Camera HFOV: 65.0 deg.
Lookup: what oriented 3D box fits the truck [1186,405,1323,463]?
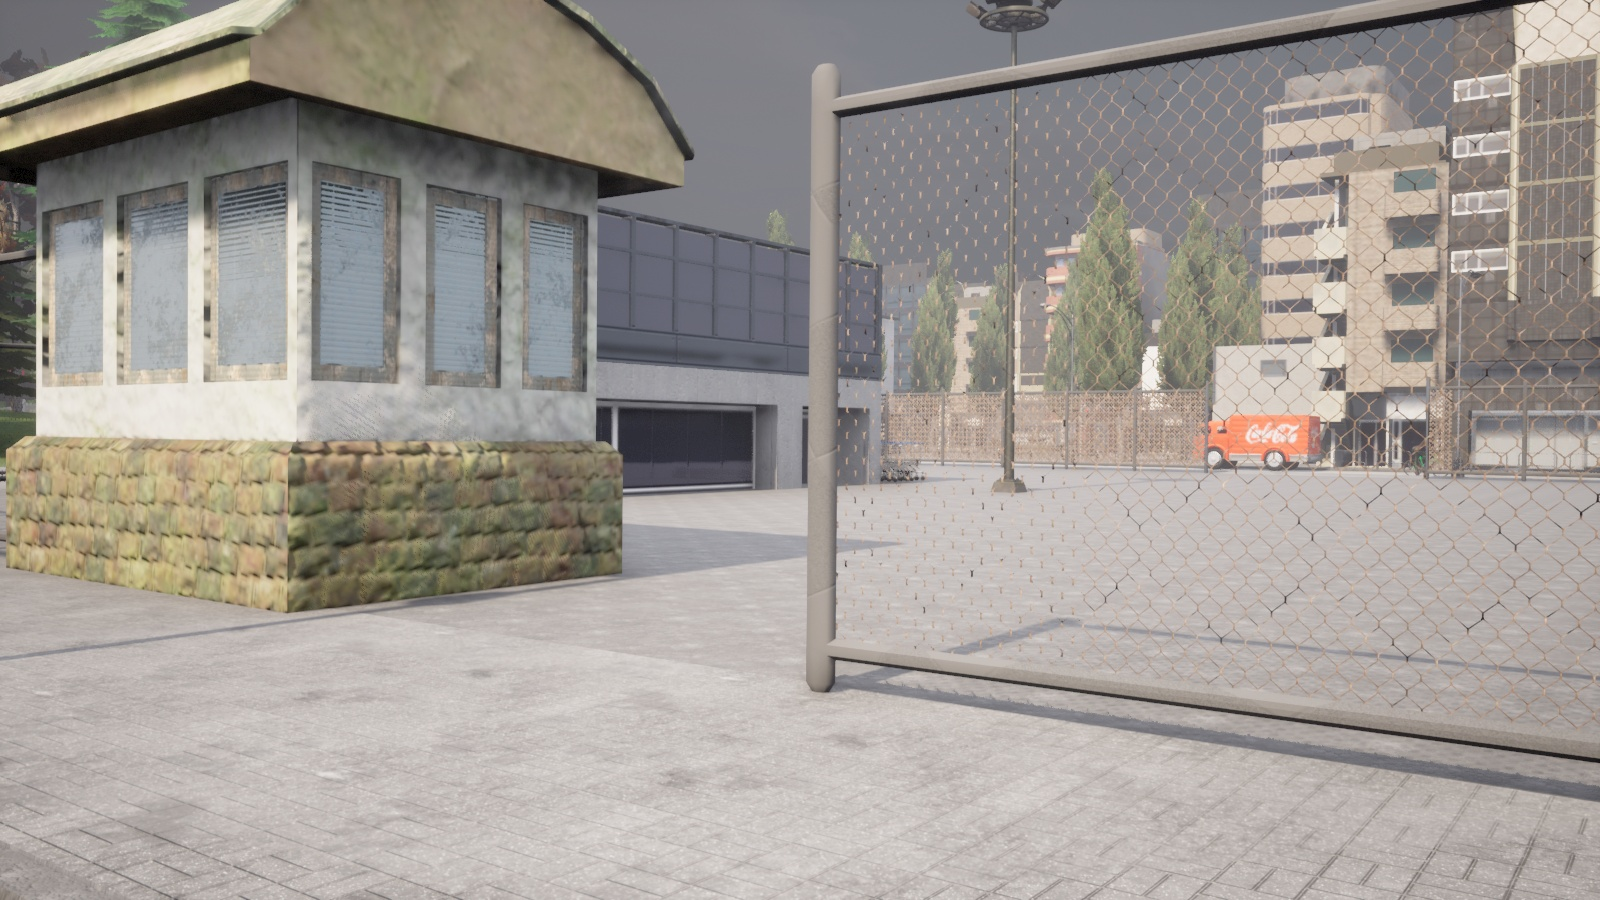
[{"bbox_3d":[20.209,-0.704,55.881,5.204,2.467,2.627,0,1,36],"label":"truck"}]

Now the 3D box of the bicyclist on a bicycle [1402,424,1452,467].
[{"bbox_3d":[24.038,-0.193,48.156,1.656,1.620,0.582,0,1,36],"label":"bicyclist on a bicycle"}]
